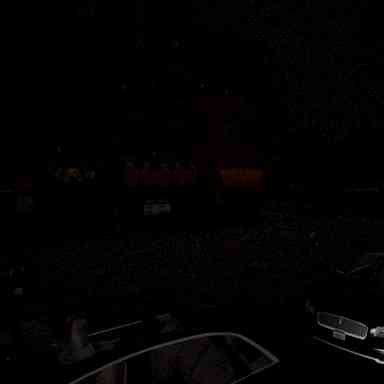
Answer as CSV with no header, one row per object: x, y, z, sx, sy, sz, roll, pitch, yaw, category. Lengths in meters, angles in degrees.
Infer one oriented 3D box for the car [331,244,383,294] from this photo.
3.605,1.548,5.416,4.403,1.369,2.008,0,-2,-36,car

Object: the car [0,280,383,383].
-0.827,1.551,2.246,4.403,1.369,2.008,0,-2,-36,car
